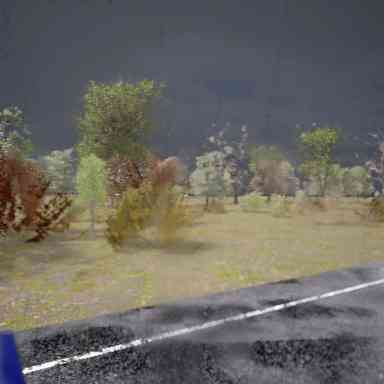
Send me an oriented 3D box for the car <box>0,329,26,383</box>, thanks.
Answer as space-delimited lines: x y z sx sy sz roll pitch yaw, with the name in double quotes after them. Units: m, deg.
-3.401 1.626 1.605 4.718 1.301 1.895 1 -1 -32 "car"
